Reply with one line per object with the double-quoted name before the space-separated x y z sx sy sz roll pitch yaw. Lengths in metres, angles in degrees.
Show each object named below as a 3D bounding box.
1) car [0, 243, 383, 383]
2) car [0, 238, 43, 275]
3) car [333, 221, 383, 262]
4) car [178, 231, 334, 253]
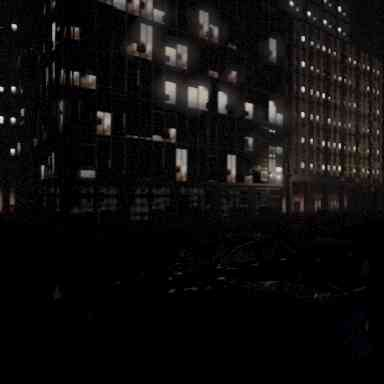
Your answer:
"car" -0.354 1.561 3.118 5.357 1.411 2.033 1 0 -35
"car" -3.718 1.436 3.908 4.097 1.590 1.967 1 0 -35
"car" 5.302 1.632 10.314 4.507 1.381 1.887 1 0 -35
"car" 0.791 1.592 7.110 4.403 1.369 2.008 1 0 -35
